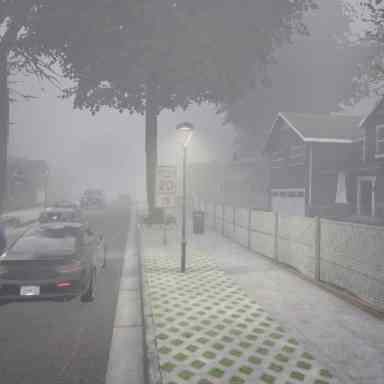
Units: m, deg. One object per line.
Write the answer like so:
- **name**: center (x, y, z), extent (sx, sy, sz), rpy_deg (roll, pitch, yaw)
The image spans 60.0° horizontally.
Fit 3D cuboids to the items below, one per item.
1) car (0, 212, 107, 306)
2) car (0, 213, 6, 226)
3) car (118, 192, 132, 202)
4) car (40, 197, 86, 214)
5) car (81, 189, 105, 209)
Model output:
- **car**: center (-3.063, 1.439, 7.768), extent (1.812, 1.442, 4.674), rpy_deg (1, 1, -10)
- **car**: center (-5.803, 1.102, 6.889), extent (2.150, 2.045, 5.566), rpy_deg (1, 0, -10)
- **car**: center (-10.515, 0.800, 51.926), extent (1.837, 1.490, 4.892), rpy_deg (1, 1, -10)
- **car**: center (-8.230, 1.276, 21.087), extent (1.994, 1.385, 4.181), rpy_deg (1, 1, -10)
- **car**: center (-10.793, 0.725, 36.367), extent (2.150, 2.045, 5.566), rpy_deg (1, 0, -9)
